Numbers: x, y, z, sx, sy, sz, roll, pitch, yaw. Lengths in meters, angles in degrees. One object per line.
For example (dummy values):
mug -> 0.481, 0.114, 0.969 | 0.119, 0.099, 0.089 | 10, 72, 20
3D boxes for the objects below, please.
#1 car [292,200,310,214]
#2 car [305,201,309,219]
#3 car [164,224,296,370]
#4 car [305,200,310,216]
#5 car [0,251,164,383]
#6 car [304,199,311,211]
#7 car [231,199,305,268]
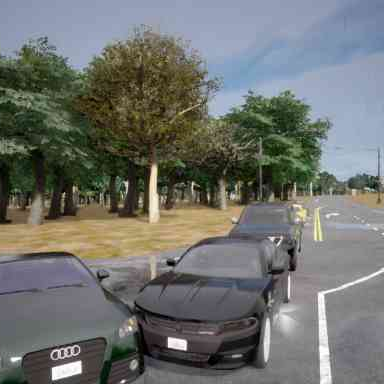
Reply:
car -> 13.275, 1.744, 40.177 | 1.812, 1.442, 4.674 | -1, 0, 21
car -> 7.209, 1.662, 24.081 | 1.882, 1.535, 5.008 | -1, 0, 20
car -> 0.730, 1.613, 6.276 | 1.882, 1.535, 5.008 | -1, -2, 21
car -> 9.262, 1.722, 29.588 | 1.812, 1.442, 4.674 | -1, 0, 20
car -> -2.315, 1.643, 4.976 | 1.994, 1.385, 4.181 | 1, -2, -33
car -> 11.285, 1.560, 34.965 | 2.097, 1.767, 4.553 | -1, 0, 21
car -> 2.845, 1.458, 12.419 | 2.150, 2.045, 5.566 | -2, 0, 20
